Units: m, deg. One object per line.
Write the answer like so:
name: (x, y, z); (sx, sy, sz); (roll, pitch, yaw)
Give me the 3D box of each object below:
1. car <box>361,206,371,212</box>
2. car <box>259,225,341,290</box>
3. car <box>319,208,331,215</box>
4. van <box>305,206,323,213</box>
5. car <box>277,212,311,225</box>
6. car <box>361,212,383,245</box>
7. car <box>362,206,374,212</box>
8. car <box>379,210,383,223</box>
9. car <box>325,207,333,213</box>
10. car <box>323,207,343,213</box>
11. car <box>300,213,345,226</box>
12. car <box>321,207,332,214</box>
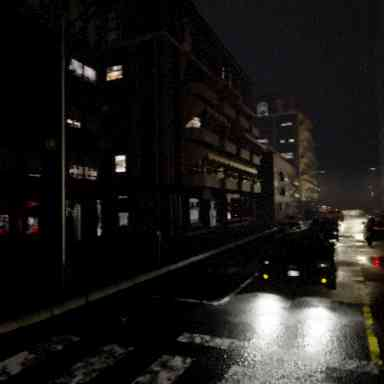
car: (43.844, 4.270, 83.684); (1.947, 1.339, 4.313); (-2, -3, 25)
car: (3.409, 1.936, 10.252); (1.994, 1.385, 4.181); (-2, -3, 25)
car: (26.741, 3.877, 66.713); (1.947, 1.339, 4.313); (-2, -3, 25)
van: (14.859, 2.793, 41.113); (1.690, 1.788, 3.998); (-2, -3, 25)
car: (7.737, 2.492, 25.738); (2.008, 1.369, 4.403); (-2, -3, 25)
car: (10.568, 2.066, 18.358); (2.128, 1.511, 4.902); (-2, -3, 25)
car: (39.093, 3.936, 73.440); (1.802, 1.307, 4.206); (-2, -3, 25)
car: (22.464, 2.714, 37.588); (1.947, 1.339, 4.313); (-2, -3, 25)
car: (33.795, 4.353, 81.926); (1.752, 1.417, 4.829); (-2, -3, 25)
car: (16.784, 2.797, 38.926); (1.882, 1.535, 5.008); (-2, -3, 25)
car: (8.409, 2.275, 21.036); (2.033, 1.411, 5.357); (-2, -3, 25)
car: (29.116, 4.036, 71.835); (2.008, 1.369, 4.403); (-2, -3, 25)
